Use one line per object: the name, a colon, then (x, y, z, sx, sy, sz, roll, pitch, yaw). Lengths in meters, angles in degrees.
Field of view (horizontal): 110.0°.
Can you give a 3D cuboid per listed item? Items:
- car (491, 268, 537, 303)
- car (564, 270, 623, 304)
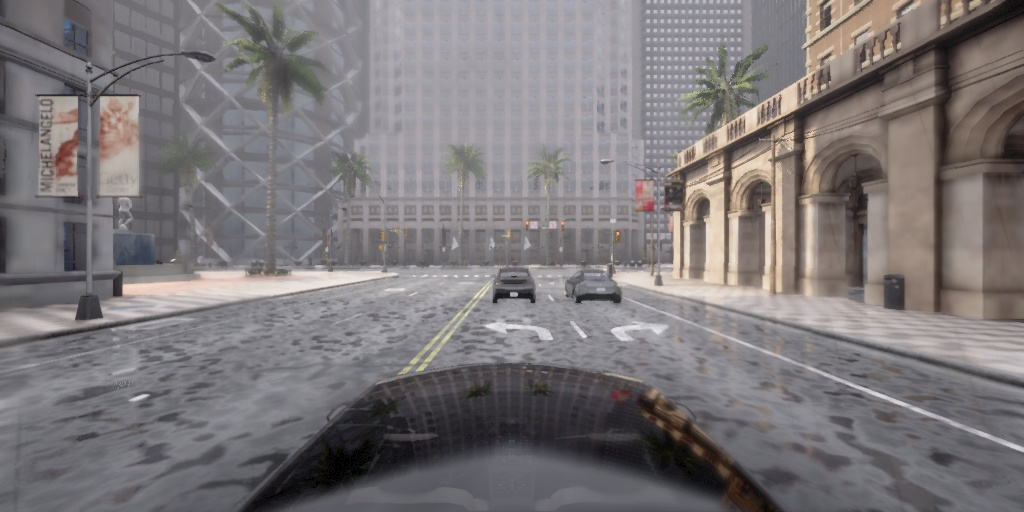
car: (0.096, 1.265, 16.481, 1.837, 1.490, 4.892, 0, 0, 0)
car: (3.596, 1.321, 16.456, 1.994, 1.385, 4.181, 0, 0, 0)
